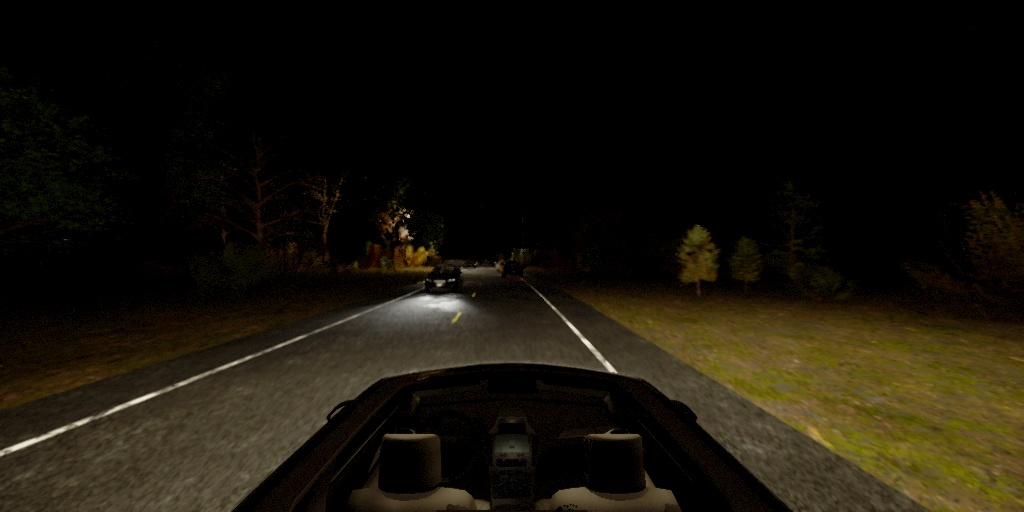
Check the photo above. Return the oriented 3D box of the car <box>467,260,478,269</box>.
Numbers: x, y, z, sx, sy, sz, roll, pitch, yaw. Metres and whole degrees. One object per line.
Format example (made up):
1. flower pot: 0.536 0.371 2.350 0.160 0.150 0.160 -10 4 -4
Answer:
1. car: -7.044 1.403 61.589 1.837 1.490 4.892 0 0 -6

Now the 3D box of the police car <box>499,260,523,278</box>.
1. police car: -0.016 1.254 35.338 1.930 1.638 5.238 0 0 -4

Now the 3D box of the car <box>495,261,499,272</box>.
1. car: -0.781 1.306 45.445 1.801 1.575 5.366 0 0 -5

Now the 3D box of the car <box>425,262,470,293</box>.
1. car: -3.989 1.311 21.729 2.128 1.511 4.902 0 0 -2
